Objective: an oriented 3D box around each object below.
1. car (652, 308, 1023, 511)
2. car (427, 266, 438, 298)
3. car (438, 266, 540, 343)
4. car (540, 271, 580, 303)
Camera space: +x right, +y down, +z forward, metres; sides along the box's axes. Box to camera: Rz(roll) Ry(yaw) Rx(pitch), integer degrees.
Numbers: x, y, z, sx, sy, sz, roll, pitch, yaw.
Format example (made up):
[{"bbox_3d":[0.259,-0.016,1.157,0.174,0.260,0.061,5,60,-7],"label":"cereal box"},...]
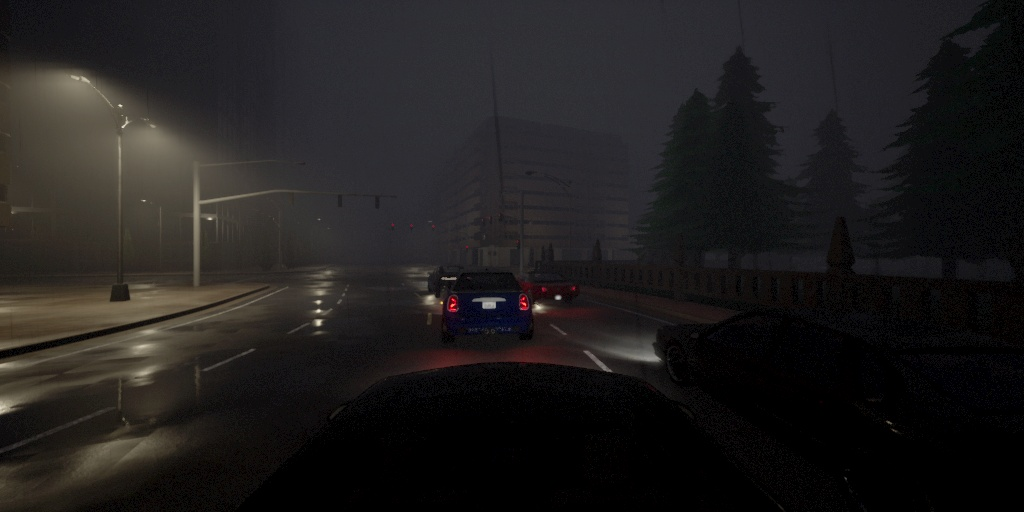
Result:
[{"bbox_3d":[3.447,1.296,3.899,2.033,1.411,5.357,0,0,-1],"label":"car"},{"bbox_3d":[-3.262,1.237,18.628,2.128,1.511,4.902,0,0,-19],"label":"car"},{"bbox_3d":[-0.807,1.100,9.972,2.097,1.767,4.553,0,0,-8],"label":"car"},{"bbox_3d":[1.209,1.347,16.347,1.895,1.301,4.718,0,0,-16],"label":"car"}]
